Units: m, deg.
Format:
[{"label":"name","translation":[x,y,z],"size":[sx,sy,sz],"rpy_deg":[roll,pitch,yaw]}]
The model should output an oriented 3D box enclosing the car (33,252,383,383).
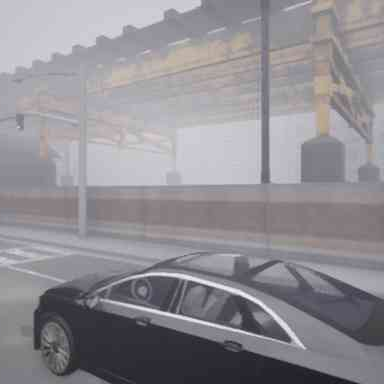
[{"label":"car","translation":[0.055,1.489,3.909],"size":[4.902,1.511,2.128],"rpy_deg":[0,0,35]}]
